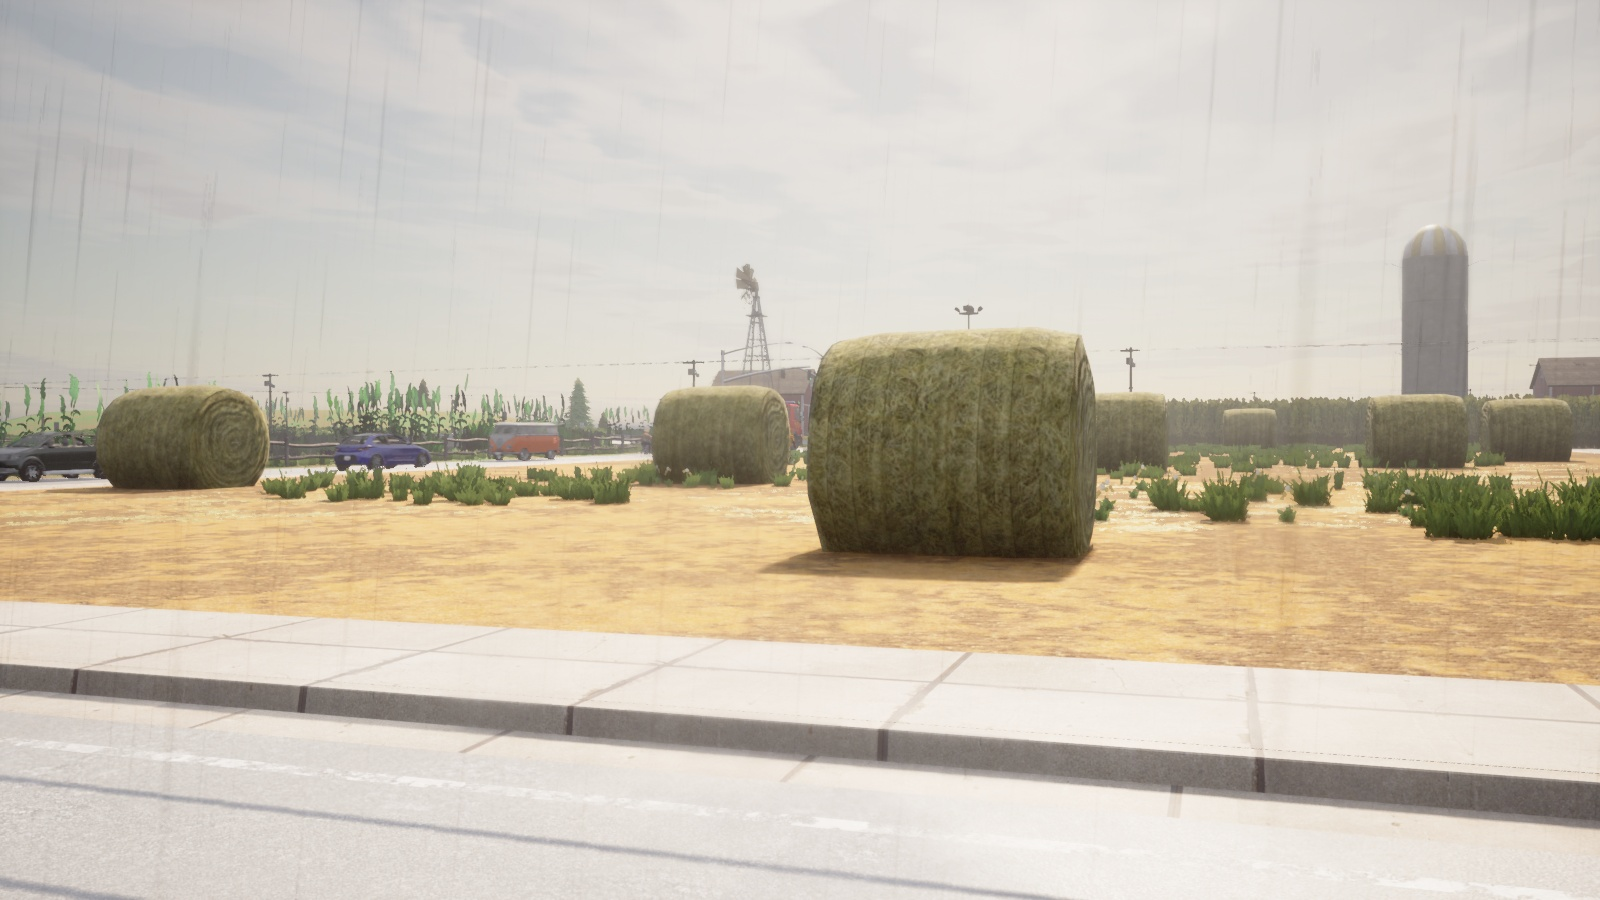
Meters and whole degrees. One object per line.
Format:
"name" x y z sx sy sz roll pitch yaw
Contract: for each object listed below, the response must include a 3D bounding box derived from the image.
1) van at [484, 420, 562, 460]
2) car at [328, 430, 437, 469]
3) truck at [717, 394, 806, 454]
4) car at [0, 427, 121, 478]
"van" -14.265 -0.547 64.857 1.775 1.987 4.442 1 1 21
"car" -16.443 -0.051 49.692 1.816 1.474 4.193 1 1 21
"truck" -2.522 -1.746 85.215 2.891 3.827 8.468 1 1 22
"car" -23.955 0.039 40.099 1.789 1.549 3.705 1 1 21
